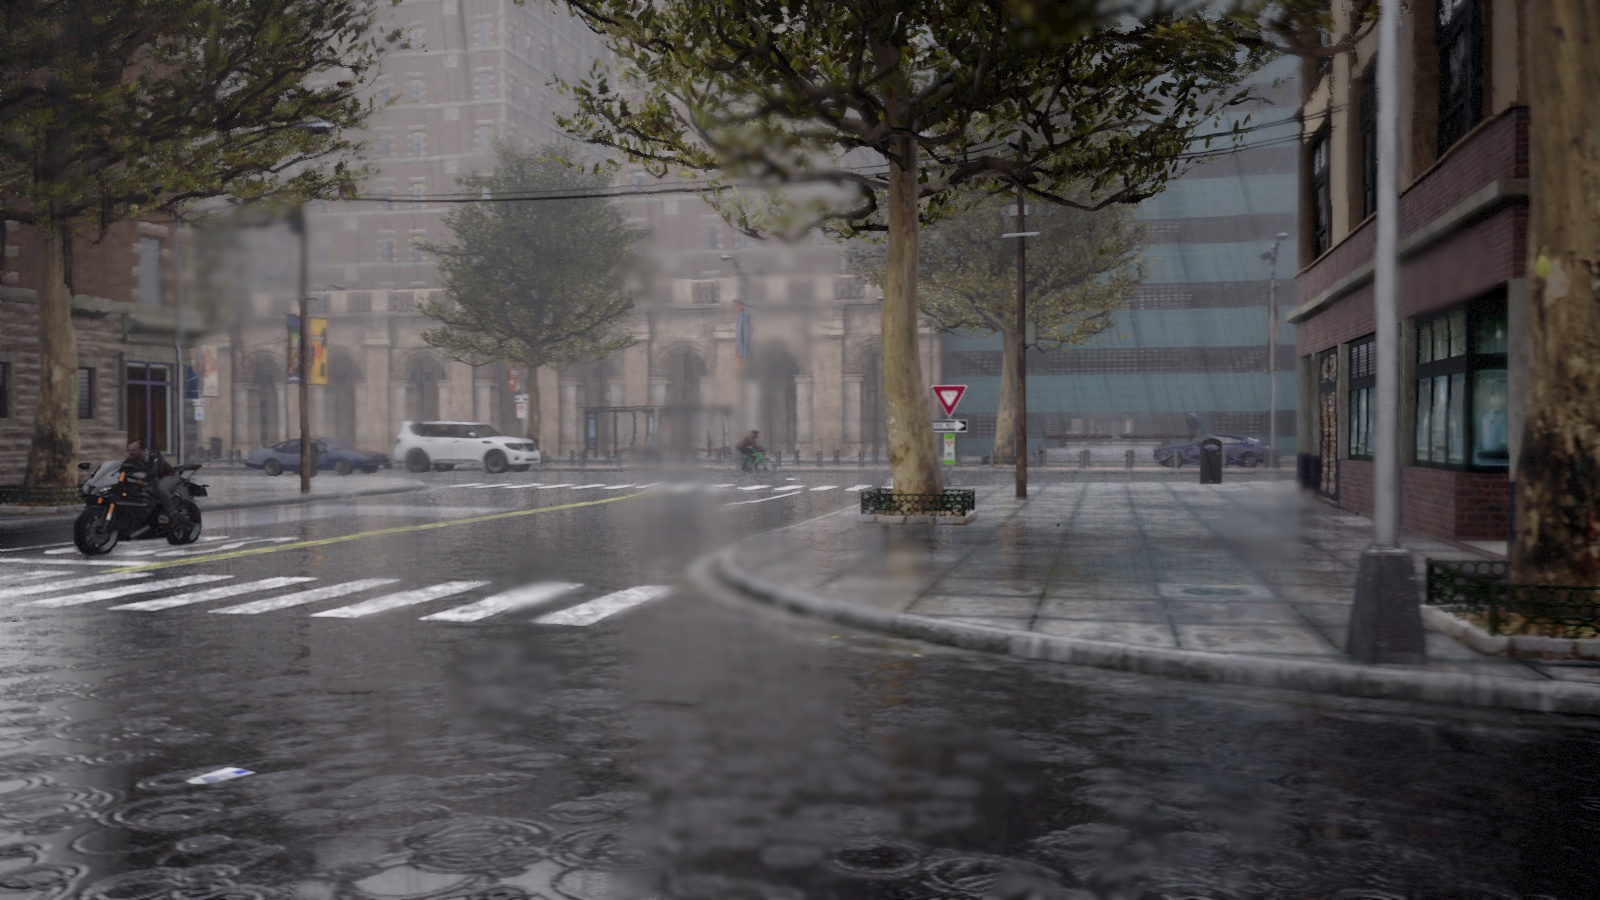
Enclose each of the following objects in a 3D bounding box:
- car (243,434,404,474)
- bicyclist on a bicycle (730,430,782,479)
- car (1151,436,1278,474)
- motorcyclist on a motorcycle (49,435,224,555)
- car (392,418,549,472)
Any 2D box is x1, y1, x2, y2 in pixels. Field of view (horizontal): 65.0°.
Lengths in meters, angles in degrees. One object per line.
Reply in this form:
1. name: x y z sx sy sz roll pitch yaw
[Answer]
1. car: -17.674 0.115 46.627 5.357 1.411 2.033 0 1 14
2. bicyclist on a bicycle: -1.490 0.147 42.564 1.656 1.620 0.582 1 1 14
3. car: 16.416 0.186 49.925 4.674 1.442 1.812 0 1 14
4. motorcyclist on a motorcycle: -9.022 0.572 17.202 0.866 1.530 2.191 0 0 14
5. car: -12.833 -0.229 49.016 5.566 2.045 2.150 0 1 14
